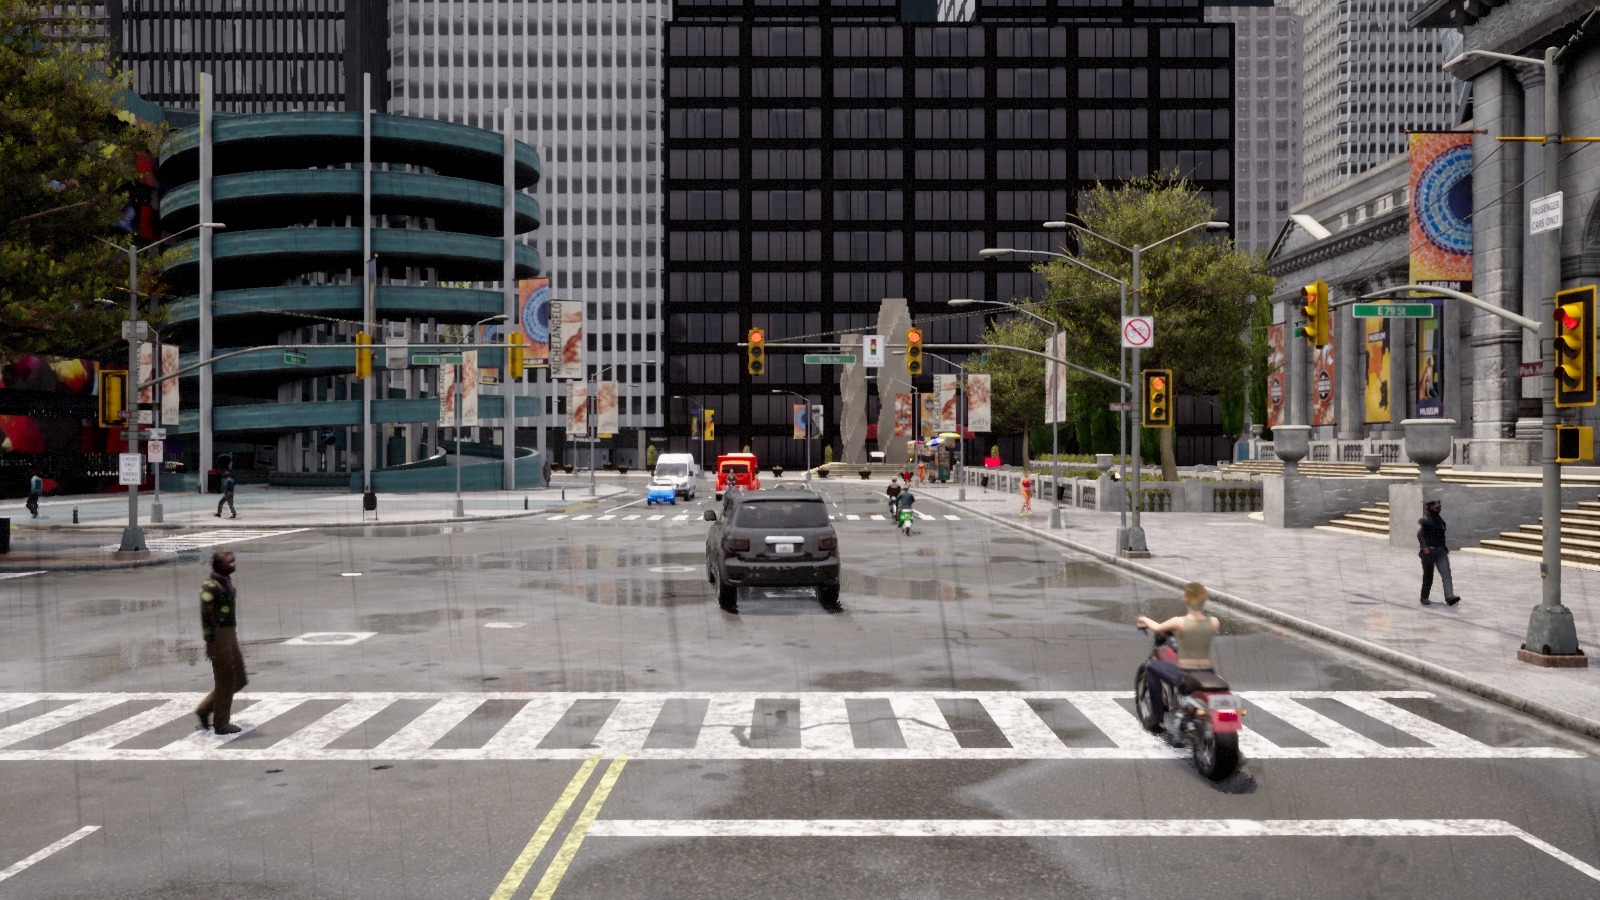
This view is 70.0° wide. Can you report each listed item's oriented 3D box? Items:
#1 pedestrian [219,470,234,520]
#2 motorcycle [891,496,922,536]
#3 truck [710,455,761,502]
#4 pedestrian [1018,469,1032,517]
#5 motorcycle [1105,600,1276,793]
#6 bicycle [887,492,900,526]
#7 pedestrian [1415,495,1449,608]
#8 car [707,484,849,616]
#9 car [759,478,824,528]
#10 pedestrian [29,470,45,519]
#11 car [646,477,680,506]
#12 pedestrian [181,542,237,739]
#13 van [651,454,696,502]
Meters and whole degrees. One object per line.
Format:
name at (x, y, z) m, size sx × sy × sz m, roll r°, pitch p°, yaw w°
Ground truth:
pedestrian at (-21.580, 1.679, 42.996) m, size 0.375 × 1.860 × 0.375 m, roll 0°, pitch 0°, yaw 12°
motorcycle at (3.524, 2.167, 38.033) m, size 0.856 × 1.236 × 1.805 m, roll 0°, pitch 0°, yaw 0°
truck at (-3.541, 1.543, 64.074) m, size 2.627 × 2.467 × 5.204 m, roll 0°, pitch 0°, yaw -1°
pedestrian at (8.751, 1.679, 44.489) m, size 0.375 × 1.860 × 0.375 m, roll 0°, pitch 0°, yaw -25°
motorcycle at (3.497, 2.165, 10.493) m, size 0.764 × 1.277 × 2.356 m, roll 0°, pitch 0°, yaw 0°
bicycle at (3.501, 2.194, 42.901) m, size 0.329 × 1.171 × 1.835 m, roll 0°, pitch 0°, yaw 0°
pedestrian at (10.593, 1.688, 19.158) m, size 0.375 × 1.860 × 0.375 m, roll 0°, pitch 0°, yaw 3°
car at (-0.584, 1.771, 22.191) m, size 2.150 × 2.045 × 5.566 m, roll 0°, pitch 0°, yaw -8°
car at (-0.254, 1.975, 43.683) m, size 2.152 × 1.651 × 5.027 m, roll 0°, pitch 0°, yaw 4°
pedestrian at (-29.132, 1.681, 43.628) m, size 0.375 × 1.860 × 0.375 m, roll 0°, pitch 0°, yaw 11°
car at (-6.988, 2.098, 58.266) m, size 1.481 × 1.376 × 2.207 m, roll 0°, pitch 0°, yaw 0°
pedestrian at (-5.777, 1.843, 11.174) m, size 0.375 × 1.860 × 0.375 m, roll 0°, pitch 0°, yaw -6°
van at (-7.042, 1.510, 64.165) m, size 1.988 × 2.561 × 5.915 m, roll 0°, pitch 0°, yaw -1°
